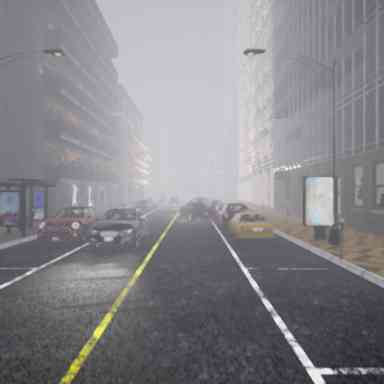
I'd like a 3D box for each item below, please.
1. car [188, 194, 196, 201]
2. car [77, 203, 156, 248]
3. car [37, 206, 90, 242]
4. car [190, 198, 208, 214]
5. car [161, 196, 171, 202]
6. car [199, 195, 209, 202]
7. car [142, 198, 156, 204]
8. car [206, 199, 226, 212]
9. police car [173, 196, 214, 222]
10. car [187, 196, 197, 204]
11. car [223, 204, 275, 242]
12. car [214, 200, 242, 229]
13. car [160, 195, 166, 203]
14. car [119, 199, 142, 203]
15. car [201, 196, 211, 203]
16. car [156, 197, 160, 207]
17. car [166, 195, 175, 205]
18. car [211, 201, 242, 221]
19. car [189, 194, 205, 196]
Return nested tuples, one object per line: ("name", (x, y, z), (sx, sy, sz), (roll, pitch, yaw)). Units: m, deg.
("car", (0.079, 1.283, 78.063), (1.812, 1.442, 4.674), (0, 0, 0))
("car", (-3.085, 1.475, 14.772), (2.128, 1.511, 4.902), (0, 0, 0))
("car", (-5.674, 1.423, 15.855), (1.967, 1.590, 4.097), (0, 0, 0))
("car", (0.818, 1.468, 36.675), (1.837, 1.490, 4.892), (0, 0, 1))
("car", (-5.618, 1.528, 72.340), (1.802, 1.307, 4.206), (0, 0, 0))
("car", (2.767, 1.496, 77.981), (2.008, 1.369, 4.403), (0, 0, 0))
("car", (-5.653, 1.528, 38.449), (1.947, 1.339, 4.313), (0, 0, 0))
("car", (2.729, 1.528, 38.441), (1.947, 1.339, 4.313), (0, 0, 0))
("police car", (0.275, 1.396, 26.643), (1.930, 1.638, 5.238), (0, 0, -18))
("car", (0.063, 1.475, 62.335), (1.812, 1.442, 4.674), (0, 0, 0))
("car", (2.706, 1.508, 16.017), (1.752, 1.417, 4.829), (0, 0, 0))
("car", (2.712, 1.417, 21.494), (1.967, 1.590, 4.097), (0, 0, 0))
("car", (-5.624, 1.388, 66.691), (1.967, 1.590, 4.097), (0, 0, 0))
("car", (-5.663, 1.522, 27.151), (2.008, 1.369, 4.403), (0, 0, 0))
("car", (2.756, 1.493, 66.683), (1.887, 1.381, 4.507), (0, 0, 0))
("car", (-5.647, 1.483, 43.928), (1.752, 1.417, 4.829), (0, 0, 0))
("car", (-2.992, 1.429, 57.670), (1.882, 1.535, 5.008), (0, 0, 1))
("car", (2.717, 1.522, 27.144), (2.008, 1.369, 4.403), (0, 0, 0))
("car", (0.943, 1.310, 42.625), (2.097, 1.767, 4.553), (0, 0, 0))
